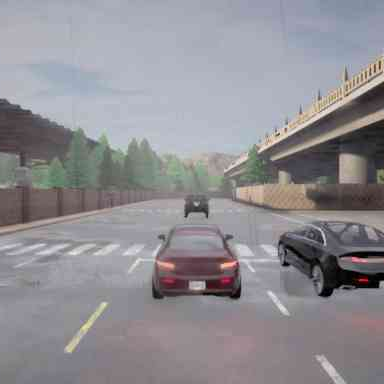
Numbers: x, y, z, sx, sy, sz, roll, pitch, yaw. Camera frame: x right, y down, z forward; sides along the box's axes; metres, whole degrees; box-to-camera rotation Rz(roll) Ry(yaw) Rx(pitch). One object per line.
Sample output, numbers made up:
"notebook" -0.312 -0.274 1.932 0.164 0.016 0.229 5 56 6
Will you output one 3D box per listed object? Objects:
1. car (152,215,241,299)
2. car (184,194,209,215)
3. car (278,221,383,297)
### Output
"car" 0.093 1.524 8.314 1.812 1.442 4.674 0 0 0
"car" 0.462 1.213 31.594 2.150 2.045 5.566 0 0 1
"car" 3.595 1.489 8.546 2.128 1.511 4.902 0 0 0
